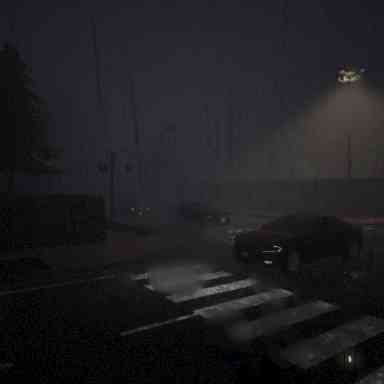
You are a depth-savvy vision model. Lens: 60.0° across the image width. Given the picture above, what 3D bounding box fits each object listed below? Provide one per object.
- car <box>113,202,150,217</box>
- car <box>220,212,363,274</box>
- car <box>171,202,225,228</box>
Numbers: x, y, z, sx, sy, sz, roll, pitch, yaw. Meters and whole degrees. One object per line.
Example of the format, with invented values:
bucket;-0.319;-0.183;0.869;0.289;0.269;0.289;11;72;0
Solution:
car;-5.731;1.551;30.697;1.895;1.301;4.718;0;0;-35
car;3.508;1.457;10.690;5.008;1.535;1.882;0;0;-36
car;0.475;1.443;21.980;2.128;1.511;4.902;0;0;-35
